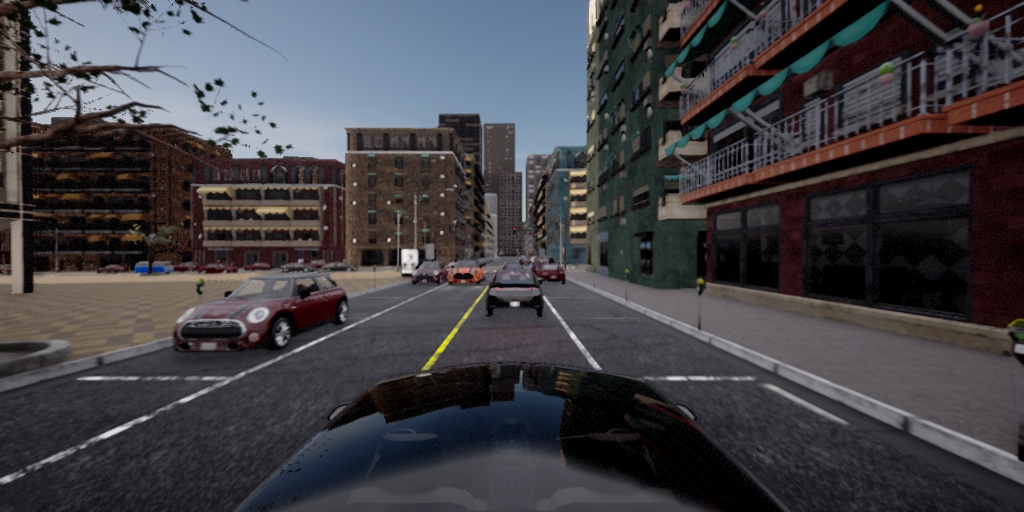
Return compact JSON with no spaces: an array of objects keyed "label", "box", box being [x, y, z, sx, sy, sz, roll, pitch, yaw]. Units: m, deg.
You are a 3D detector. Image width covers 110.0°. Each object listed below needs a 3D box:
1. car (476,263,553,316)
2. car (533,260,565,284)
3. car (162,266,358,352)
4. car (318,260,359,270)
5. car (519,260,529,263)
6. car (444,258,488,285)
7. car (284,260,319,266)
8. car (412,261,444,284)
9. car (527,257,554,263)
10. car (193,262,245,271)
[{"label":"car","box":[0.088,1.200,13.073,2.128,1.511,4.902,0,0,0]},{"label":"car","box":[2.685,1.209,25.301,1.888,1.381,4.507,0,0,0]},{"label":"car","box":[-5.694,1.163,8.719,1.967,1.591,4.097,0,0,0]},{"label":"car","box":[-22.402,1.480,47.123,4.403,1.370,2.007,0,0,0]},{"label":"car","box":[0.086,1.216,28.771,1.994,1.385,4.181,0,0,0]},{"label":"car","box":[-3.097,1.017,24.980,2.097,1.767,4.553,0,0,0]},{"label":"car","box":[-27.971,1.561,47.082,4.403,1.370,2.007,0,0,0]},{"label":"car","box":[-5.696,1.104,25.301,1.967,1.591,4.097,0,0,0]},{"label":"car","box":[2.684,0.960,30.829,2.192,1.841,5.009,0,0,0]},{"label":"car","box":[-38.400,1.708,47.052,4.507,1.381,1.888,0,0,0]}]
